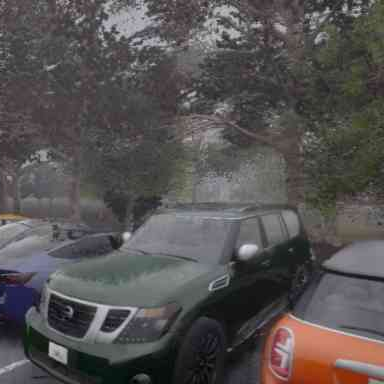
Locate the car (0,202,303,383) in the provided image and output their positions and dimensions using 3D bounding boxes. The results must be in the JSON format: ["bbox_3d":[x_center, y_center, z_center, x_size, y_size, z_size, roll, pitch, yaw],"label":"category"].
[{"bbox_3d":[0.288,1.231,5.521,2.435,2.045,5.566,0,0,36],"label":"car"}]

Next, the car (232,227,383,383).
[{"bbox_3d":[2.553,1.354,3.901,2.185,1.767,4.553,0,0,36],"label":"car"}]
